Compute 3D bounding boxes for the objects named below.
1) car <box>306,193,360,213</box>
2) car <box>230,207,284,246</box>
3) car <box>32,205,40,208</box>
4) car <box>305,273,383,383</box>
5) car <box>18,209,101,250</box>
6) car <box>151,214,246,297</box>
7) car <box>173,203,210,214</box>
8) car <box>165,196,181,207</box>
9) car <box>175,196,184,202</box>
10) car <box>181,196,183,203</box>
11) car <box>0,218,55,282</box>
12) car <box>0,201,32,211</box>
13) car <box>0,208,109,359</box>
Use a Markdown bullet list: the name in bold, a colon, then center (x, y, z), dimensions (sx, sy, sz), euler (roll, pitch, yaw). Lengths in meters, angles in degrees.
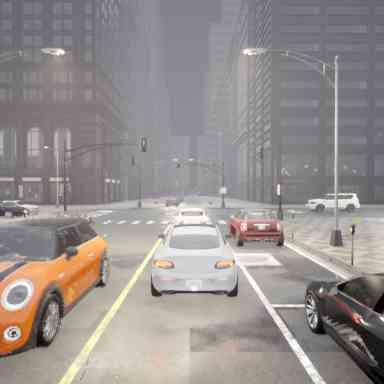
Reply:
- **car**: center (15.511, 1.180, 36.726), dimensions (5.566, 2.045, 2.150), euler (0, 0, 0)
- **car**: center (2.768, 1.442, 15.122), dimensions (1.967, 1.590, 4.097), euler (0, 0, 0)
- **car**: center (-17.628, 1.582, 33.216), dimensions (4.674, 1.442, 1.812), euler (0, 0, 3)
- **car**: center (2.763, 1.566, 3.850), dimensions (1.947, 1.339, 4.313), euler (0, 0, 0)
- **car**: center (-5.757, 1.553, 15.125), dimensions (2.008, 1.369, 4.403), euler (0, 0, 0)
- **car**: center (0.067, 1.526, 8.459), dimensions (1.812, 1.442, 4.674), euler (0, 0, 1)
- **car**: center (0.011, 1.528, 17.561), dimensions (1.812, 1.442, 4.674), euler (0, 0, 0)
- **car**: center (-3.018, 1.549, 51.413), dimensions (1.812, 1.442, 4.674), euler (0, 0, 0)
- **car**: center (-3.041, 1.615, 80.328), dimensions (1.994, 1.385, 4.181), euler (0, 0, 0)
- **car**: center (-3.038, 1.537, 60.587), dimensions (1.837, 1.490, 4.892), euler (0, 0, 0)
- **car**: center (-5.759, 1.567, 9.488), dimensions (1.947, 1.339, 4.313), euler (0, 0, 0)
- **car**: center (-17.621, 1.550, 29.963), dimensions (5.008, 1.535, 1.882), euler (0, 0, -1)
- **car**: center (-3.079, 1.352, 6.271), dimensions (2.097, 1.767, 4.553), euler (0, 0, 0)
